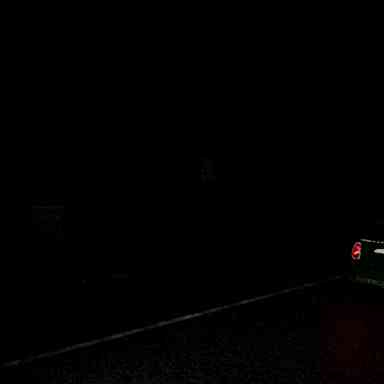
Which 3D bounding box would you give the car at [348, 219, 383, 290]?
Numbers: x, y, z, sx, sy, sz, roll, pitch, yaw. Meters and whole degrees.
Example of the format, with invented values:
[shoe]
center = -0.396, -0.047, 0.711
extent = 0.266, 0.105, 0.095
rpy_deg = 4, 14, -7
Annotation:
[car]
center = 5.728, 1.351, 7.901
extent = 4.553, 1.767, 2.097
rpy_deg = 0, 0, -37
